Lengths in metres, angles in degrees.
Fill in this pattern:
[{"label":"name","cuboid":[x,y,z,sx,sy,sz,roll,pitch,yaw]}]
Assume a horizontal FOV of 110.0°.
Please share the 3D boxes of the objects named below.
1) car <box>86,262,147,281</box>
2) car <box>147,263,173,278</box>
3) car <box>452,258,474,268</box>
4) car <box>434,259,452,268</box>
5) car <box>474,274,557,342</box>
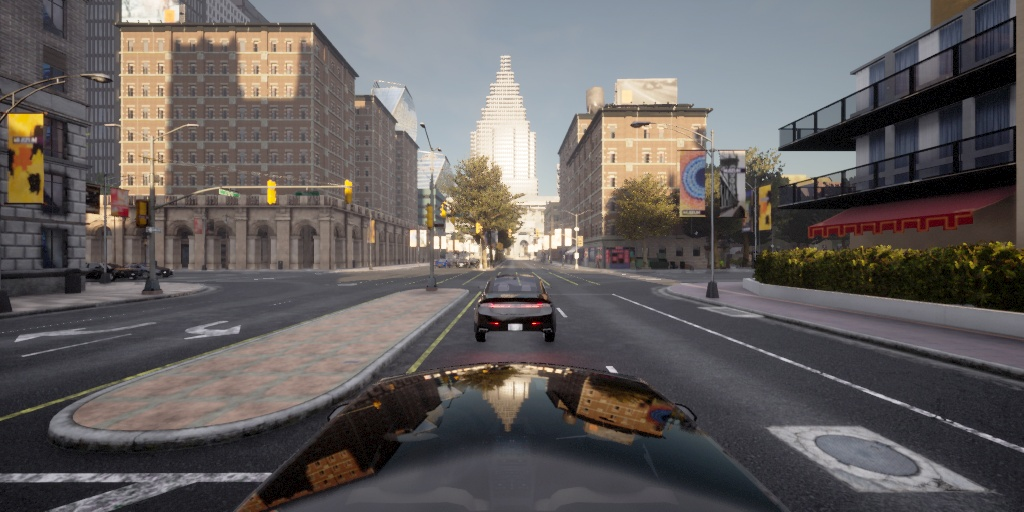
[{"label":"car","cuboid":[-33.348,1.228,29.178,5.008,1.535,1.882,0,0,0]},{"label":"car","cuboid":[-33.636,1.314,32.670,4.181,1.385,1.994,0,0,-1]},{"label":"car","cuboid":[-8.058,1.241,59.573,2.128,1.511,4.902,0,0,0]},{"label":"car","cuboid":[-11.554,1.227,59.987,1.882,1.535,5.008,0,0,0]},{"label":"car","cuboid":[0.079,1.242,9.756,2.128,1.511,4.902,0,0,0]}]
